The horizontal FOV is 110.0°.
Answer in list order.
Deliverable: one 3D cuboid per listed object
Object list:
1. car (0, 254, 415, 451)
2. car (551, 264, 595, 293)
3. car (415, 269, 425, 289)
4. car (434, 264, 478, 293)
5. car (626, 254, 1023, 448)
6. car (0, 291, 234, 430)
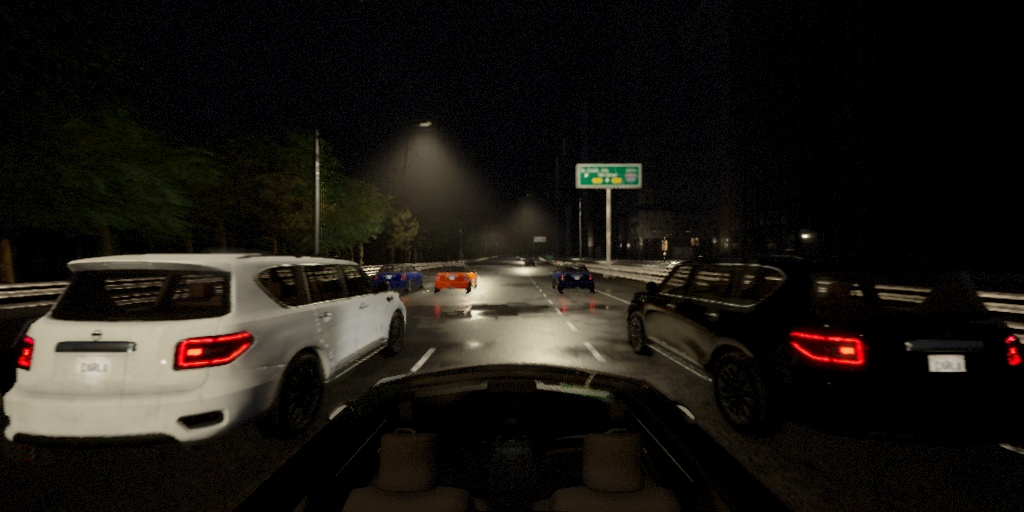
[{"bbox_3d":[-3.398,1.005,5.601,2.150,2.045,5.566,0,-1,0],"label":"car"},{"bbox_3d":[3.651,1.272,22.211,2.097,1.767,4.553,0,0,0],"label":"car"},{"bbox_3d":[-6.849,1.269,22.202,2.097,1.767,4.553,0,0,0],"label":"car"},{"bbox_3d":[-3.350,1.270,22.188,2.097,1.767,4.553,0,0,0],"label":"car"},{"bbox_3d":[3.604,1.007,5.652,2.150,2.045,5.566,0,-1,0],"label":"car"},{"bbox_3d":[-6.898,1.381,5.295,1.895,1.301,4.718,0,0,0],"label":"car"}]
